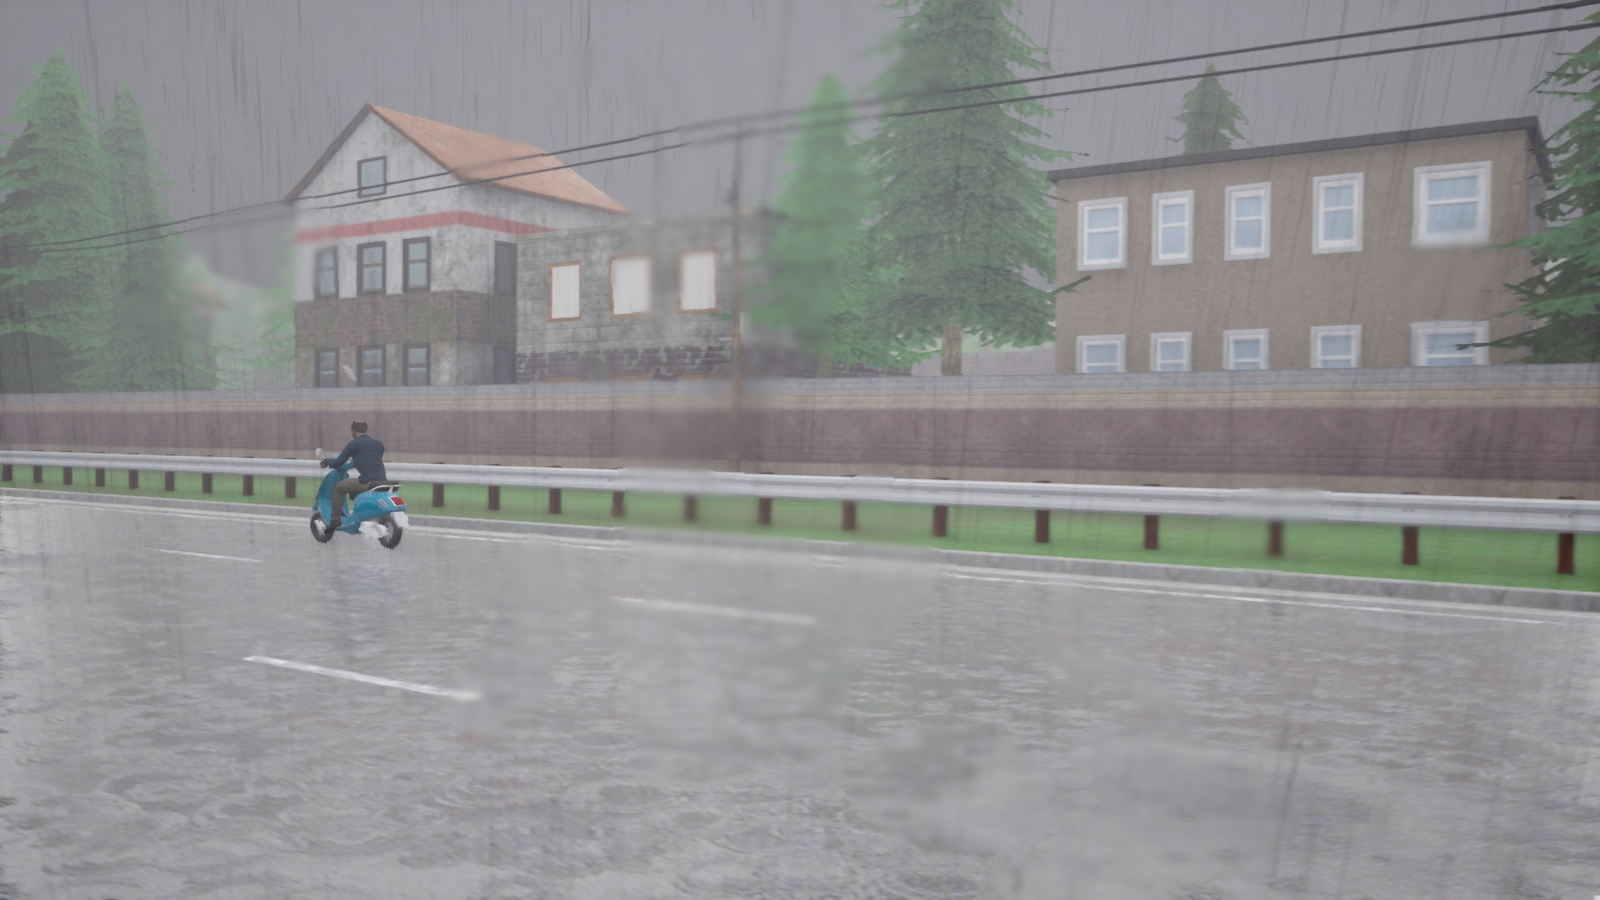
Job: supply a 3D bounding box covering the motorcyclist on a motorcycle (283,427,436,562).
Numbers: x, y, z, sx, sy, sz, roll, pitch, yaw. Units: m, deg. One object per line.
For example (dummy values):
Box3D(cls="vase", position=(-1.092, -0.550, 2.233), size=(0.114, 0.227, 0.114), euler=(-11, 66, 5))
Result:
Box3D(cls="motorcyclist on a motorcycle", position=(-5.516, 0.521, 15.691), size=(1.817, 1.590, 0.866), euler=(0, 1, 34))
